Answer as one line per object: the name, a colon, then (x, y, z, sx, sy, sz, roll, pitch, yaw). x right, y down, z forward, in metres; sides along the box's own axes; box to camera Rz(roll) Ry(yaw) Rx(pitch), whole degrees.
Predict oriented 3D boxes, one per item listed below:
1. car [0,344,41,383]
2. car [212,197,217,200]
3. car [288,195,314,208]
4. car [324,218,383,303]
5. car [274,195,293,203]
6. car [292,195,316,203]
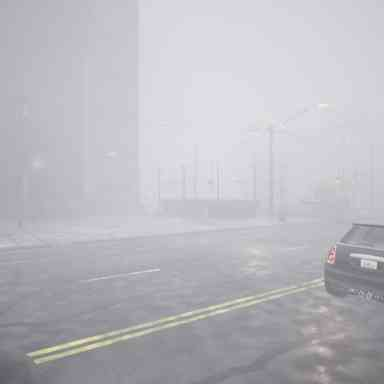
car: (-3.186, 1.526, 1.489, 4.674, 1.442, 1.812, 0, 0, -36)
car: (4.259, 1.575, 60.449, 4.718, 1.301, 1.895, 0, 0, -36)
car: (14.988, 1.254, 45.871, 4.553, 1.767, 2.185, 0, 0, -36)
car: (5.001, 1.352, 7.357, 4.553, 1.767, 2.097, 0, 0, -35)
car: (19.002, 1.452, 68.932, 3.806, 1.475, 1.970, 0, 0, -36)
car: (21.907, 1.420, 64.929, 4.674, 1.452, 2.002, 0, 0, -36)
